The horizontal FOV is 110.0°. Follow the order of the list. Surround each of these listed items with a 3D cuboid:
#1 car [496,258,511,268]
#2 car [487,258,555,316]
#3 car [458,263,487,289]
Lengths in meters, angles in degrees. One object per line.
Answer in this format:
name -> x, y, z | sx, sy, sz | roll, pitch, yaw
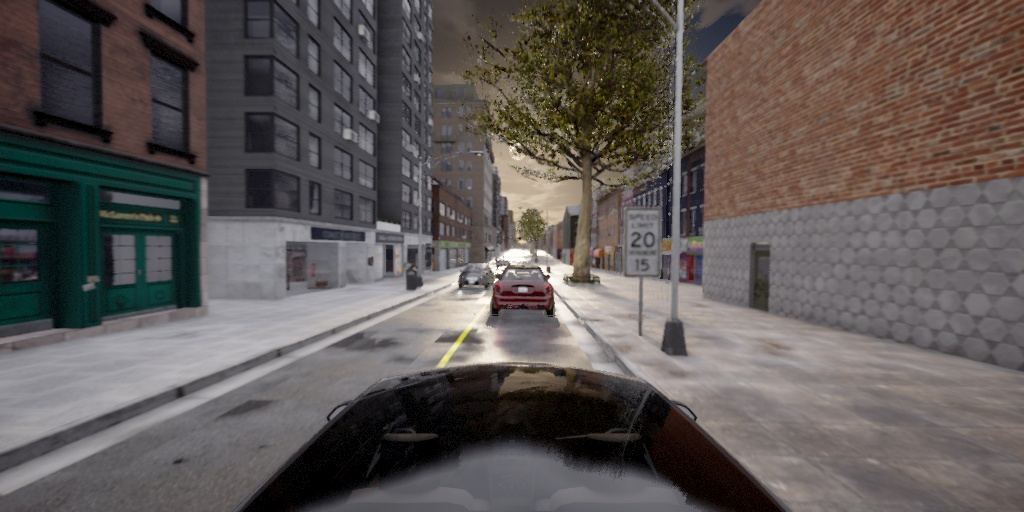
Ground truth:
car -> -1.248, 1.022, 52.640 | 1.994, 1.385, 4.181 | 1, 0, 2
car -> 0.413, 1.105, 13.616 | 2.097, 1.767, 4.553 | 1, 0, 2
car -> -2.243, 1.228, 23.082 | 2.128, 1.511, 4.902 | 1, 0, 2
